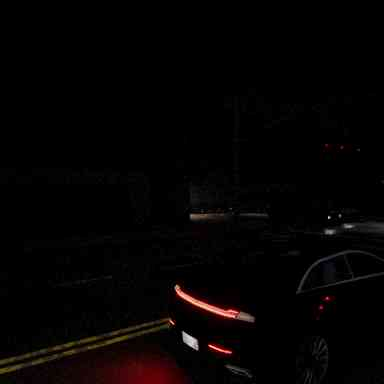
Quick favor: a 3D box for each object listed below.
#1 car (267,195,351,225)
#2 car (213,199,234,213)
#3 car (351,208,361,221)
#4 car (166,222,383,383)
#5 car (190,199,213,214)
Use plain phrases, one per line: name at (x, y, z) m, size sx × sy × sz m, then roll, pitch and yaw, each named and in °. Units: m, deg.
car at (8.021, 1.223, 24.000) m, size 2.150 × 2.045 × 5.566 m, roll 0°, pitch 0°, yaw -38°
car at (2.617, 1.492, 37.005) m, size 2.128 × 1.511 × 4.902 m, roll 0°, pitch 0°, yaw -37°
car at (10.662, 1.477, 26.309) m, size 1.882 × 1.535 × 5.008 m, roll 0°, pitch 0°, yaw -38°
car at (1.954, 1.492, 5.223) m, size 4.902 × 1.511 × 2.128 m, roll 0°, pitch 0°, yaw -35°
car at (-0.542, 1.547, 35.381) m, size 2.033 × 1.411 × 5.357 m, roll 0°, pitch 0°, yaw -37°
